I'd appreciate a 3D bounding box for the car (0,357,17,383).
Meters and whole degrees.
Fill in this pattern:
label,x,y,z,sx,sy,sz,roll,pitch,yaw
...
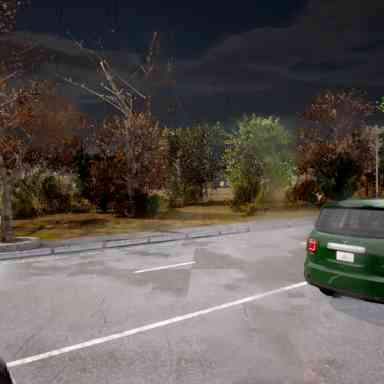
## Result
label,x,y,z,sx,sy,sz,roll,pitch,yaw
car,-3.408,1.484,1.318,4.902,1.511,2.128,1,0,-35

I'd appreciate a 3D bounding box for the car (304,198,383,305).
label,x,y,z,sx,sy,sz,roll,pitch,yaw
car,4.752,1.135,7.126,5.566,2.045,2.150,-1,1,-35
